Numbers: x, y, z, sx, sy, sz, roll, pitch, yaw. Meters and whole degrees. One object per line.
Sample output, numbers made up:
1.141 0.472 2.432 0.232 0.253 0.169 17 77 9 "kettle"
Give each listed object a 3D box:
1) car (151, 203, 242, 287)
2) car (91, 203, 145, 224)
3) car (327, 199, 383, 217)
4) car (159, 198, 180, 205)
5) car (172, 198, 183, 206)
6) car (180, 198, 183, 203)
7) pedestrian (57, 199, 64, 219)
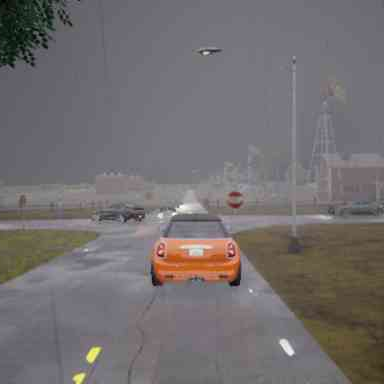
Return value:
0.096 1.367 9.505 2.097 1.767 4.553 0 0 0 "car"
-5.822 1.611 25.844 4.892 1.490 1.837 -2 -2 35 "car"
13.498 1.313 27.606 4.181 1.385 1.994 -1 1 -1 "car"
-2.849 1.641 40.335 1.837 1.490 4.892 0 0 0 "car"
-2.763 1.943 65.847 1.994 1.385 4.181 0 -1 0 "car"
-2.842 1.768 51.376 2.033 1.411 5.357 0 0 1 "car"
-12.160 1.519 30.743 0.375 1.860 0.375 0 2 0 "pedestrian"
